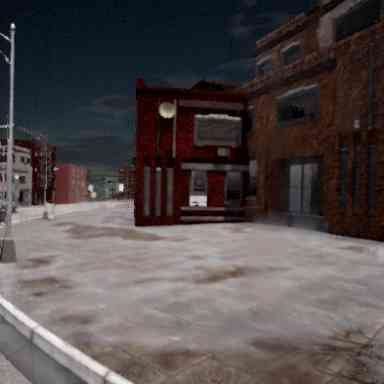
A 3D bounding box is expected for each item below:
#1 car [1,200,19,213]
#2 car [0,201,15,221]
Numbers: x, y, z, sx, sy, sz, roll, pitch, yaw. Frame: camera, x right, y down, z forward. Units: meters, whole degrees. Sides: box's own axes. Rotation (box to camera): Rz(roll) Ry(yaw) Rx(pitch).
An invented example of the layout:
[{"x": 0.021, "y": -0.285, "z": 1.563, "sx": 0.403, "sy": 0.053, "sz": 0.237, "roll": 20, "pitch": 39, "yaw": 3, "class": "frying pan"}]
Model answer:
[{"x": -21.141, "y": 1.708, "z": 37.186, "sx": 1.837, "sy": 1.490, "sz": 4.892, "roll": 1, "pitch": -1, "yaw": -4, "class": "car"}, {"x": -16.039, "y": 1.696, "z": 25.957, "sx": 2.033, "sy": 1.411, "sz": 5.357, "roll": 1, "pitch": -1, "yaw": -10, "class": "car"}]
